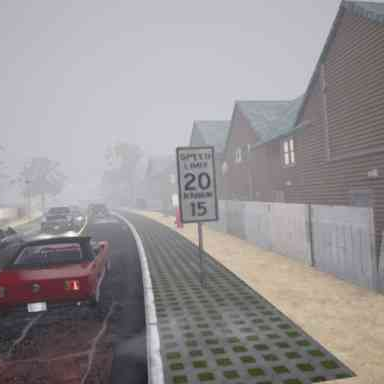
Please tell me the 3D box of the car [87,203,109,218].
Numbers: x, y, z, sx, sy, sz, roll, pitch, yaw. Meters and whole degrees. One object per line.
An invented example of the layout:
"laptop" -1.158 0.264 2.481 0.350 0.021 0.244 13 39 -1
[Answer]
"car" -10.368 2.024 37.105 1.837 1.490 4.892 -3 0 -18

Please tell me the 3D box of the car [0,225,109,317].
"car" -3.041 1.711 7.891 1.895 1.301 4.718 -3 0 -10

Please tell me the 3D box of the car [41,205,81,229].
"car" -9.657 1.841 24.395 2.097 1.767 4.553 -3 0 -15

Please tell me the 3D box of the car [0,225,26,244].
"car" -6.390 1.793 9.836 2.128 1.511 4.902 -3 0 -11
